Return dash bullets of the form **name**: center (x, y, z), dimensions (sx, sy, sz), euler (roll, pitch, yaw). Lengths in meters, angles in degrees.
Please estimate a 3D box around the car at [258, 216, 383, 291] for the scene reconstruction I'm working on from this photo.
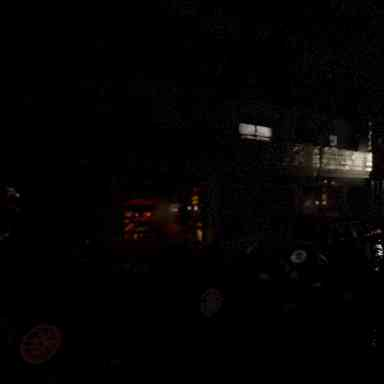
- **car**: center (3.303, 1.434, 8.923), dimensions (4.097, 1.590, 1.967), euler (0, 0, -36)

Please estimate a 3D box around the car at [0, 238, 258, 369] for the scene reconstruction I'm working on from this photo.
- **car**: center (-1.197, 1.543, 5.712), dimensions (4.507, 1.381, 1.887), euler (0, 0, -36)
